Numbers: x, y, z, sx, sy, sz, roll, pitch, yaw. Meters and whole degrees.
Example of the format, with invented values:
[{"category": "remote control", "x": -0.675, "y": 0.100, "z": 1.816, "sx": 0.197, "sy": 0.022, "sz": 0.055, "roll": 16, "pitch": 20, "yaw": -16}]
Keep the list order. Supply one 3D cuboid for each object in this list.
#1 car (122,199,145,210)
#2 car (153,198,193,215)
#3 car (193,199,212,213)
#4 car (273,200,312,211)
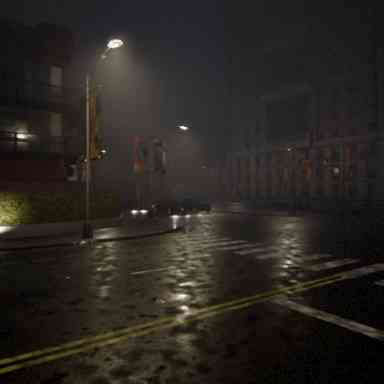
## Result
[{"category": "car", "x": -7.623, "y": 1.559, "z": 42.206, "sx": 1.994, "sy": 1.385, "sz": 4.181, "roll": 0, "pitch": 0, "yaw": -35}, {"category": "car", "x": -2.351, "y": 1.500, "z": 34.617, "sx": 1.837, "sy": 1.490, "sz": 4.892, "roll": 0, "pitch": 0, "yaw": -35}, {"category": "car", "x": 0.172, "y": 1.471, "z": 37.119, "sx": 1.882, "sy": 1.535, "sz": 5.008, "roll": 0, "pitch": 0, "yaw": -35}, {"category": "car", "x": 12.047, "y": 1.591, "z": 40.339, "sx": 1.895, "sy": 1.301, "sz": 4.718, "roll": 0, "pitch": 0, "yaw": -34}]
